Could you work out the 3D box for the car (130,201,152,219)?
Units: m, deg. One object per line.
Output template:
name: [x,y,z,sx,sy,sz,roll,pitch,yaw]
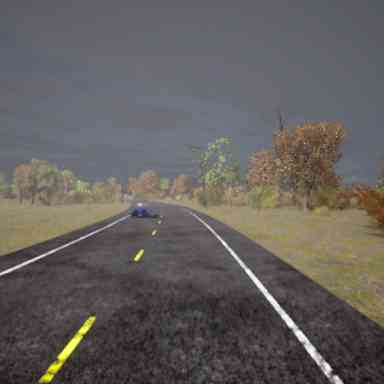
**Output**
car: [-4.859,1.830,32.236,1.895,1.301,4.718,0,0,-4]
